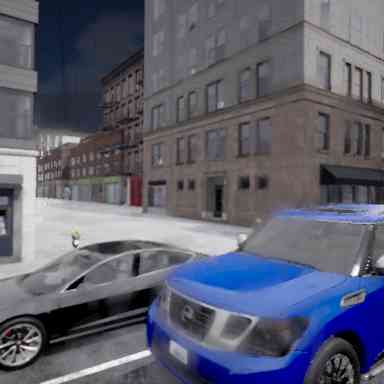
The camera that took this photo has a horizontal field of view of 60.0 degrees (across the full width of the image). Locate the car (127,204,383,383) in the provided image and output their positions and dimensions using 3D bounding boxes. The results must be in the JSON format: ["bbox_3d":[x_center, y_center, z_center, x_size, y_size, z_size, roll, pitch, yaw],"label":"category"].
[{"bbox_3d":[2.119,1.233,4.891,5.566,2.045,2.150,0,0,-35],"label":"car"}]

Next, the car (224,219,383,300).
[{"bbox_3d":[3.148,1.586,9.003,4.313,1.339,1.947,0,0,-35],"label":"car"}]

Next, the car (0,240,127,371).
[{"bbox_3d":[-1.471,1.571,5.708,4.313,1.339,1.947,0,0,-35],"label":"car"}]

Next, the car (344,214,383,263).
[{"bbox_3d":[7.766,1.579,12.297,4.507,1.381,1.887,0,0,-35],"label":"car"}]
